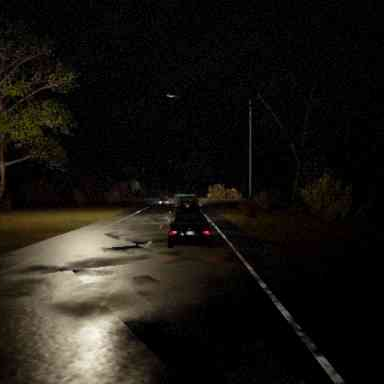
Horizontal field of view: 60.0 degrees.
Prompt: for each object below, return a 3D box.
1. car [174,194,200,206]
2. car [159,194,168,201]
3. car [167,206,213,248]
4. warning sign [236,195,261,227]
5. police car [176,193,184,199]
[{"bbox_3d":[-0.457,1.235,29.755,2.150,2.045,5.566,0,0,-2],"label":"car"},{"bbox_3d":[-6.427,1.307,75.729,1.882,1.535,5.008,0,0,-4],"label":"car"},{"bbox_3d":[-0.115,1.556,14.704,2.033,1.411,5.357,0,0,-1],"label":"car"},{"bbox_3d":[3.352,1.102,19.935,1.300,1.860,1.060,1,1,-1],"label":"warning sign"},{"bbox_3d":[-3.465,1.245,95.046,1.930,1.638,5.238,0,0,-5],"label":"police car"}]
